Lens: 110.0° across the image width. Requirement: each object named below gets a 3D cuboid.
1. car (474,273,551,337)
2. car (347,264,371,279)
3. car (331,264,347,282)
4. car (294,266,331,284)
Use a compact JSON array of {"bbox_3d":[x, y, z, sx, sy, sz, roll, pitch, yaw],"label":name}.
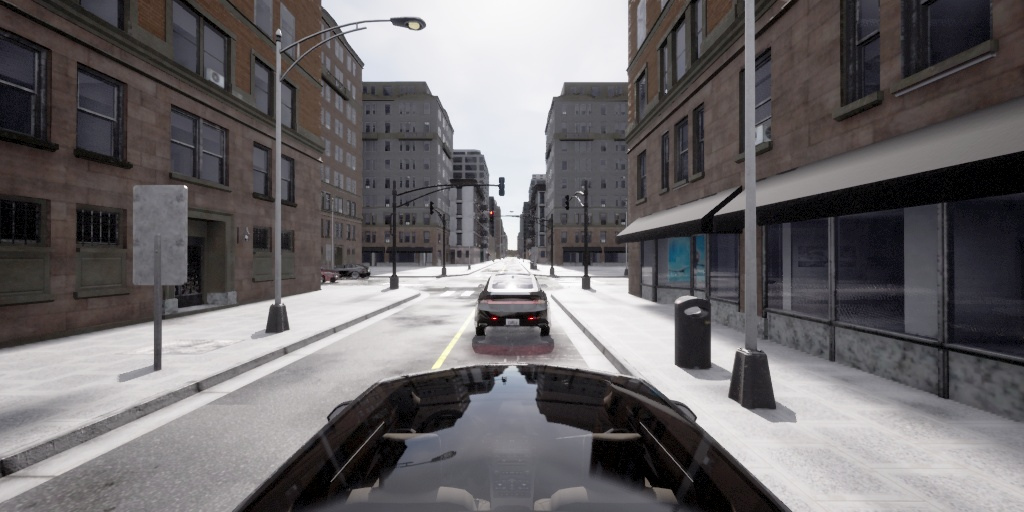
[{"bbox_3d":[0.024,1.242,10.341,2.128,1.511,4.902,0,0,0],"label":"car"},{"bbox_3d":[-14.677,1.330,31.557,4.313,1.339,1.948,0,0,0],"label":"car"},{"bbox_3d":[-14.735,1.300,26.074,4.181,1.385,1.994,0,0,0],"label":"car"},{"bbox_3d":[-14.707,1.289,23.531,4.313,1.339,1.948,0,0,0],"label":"car"}]
